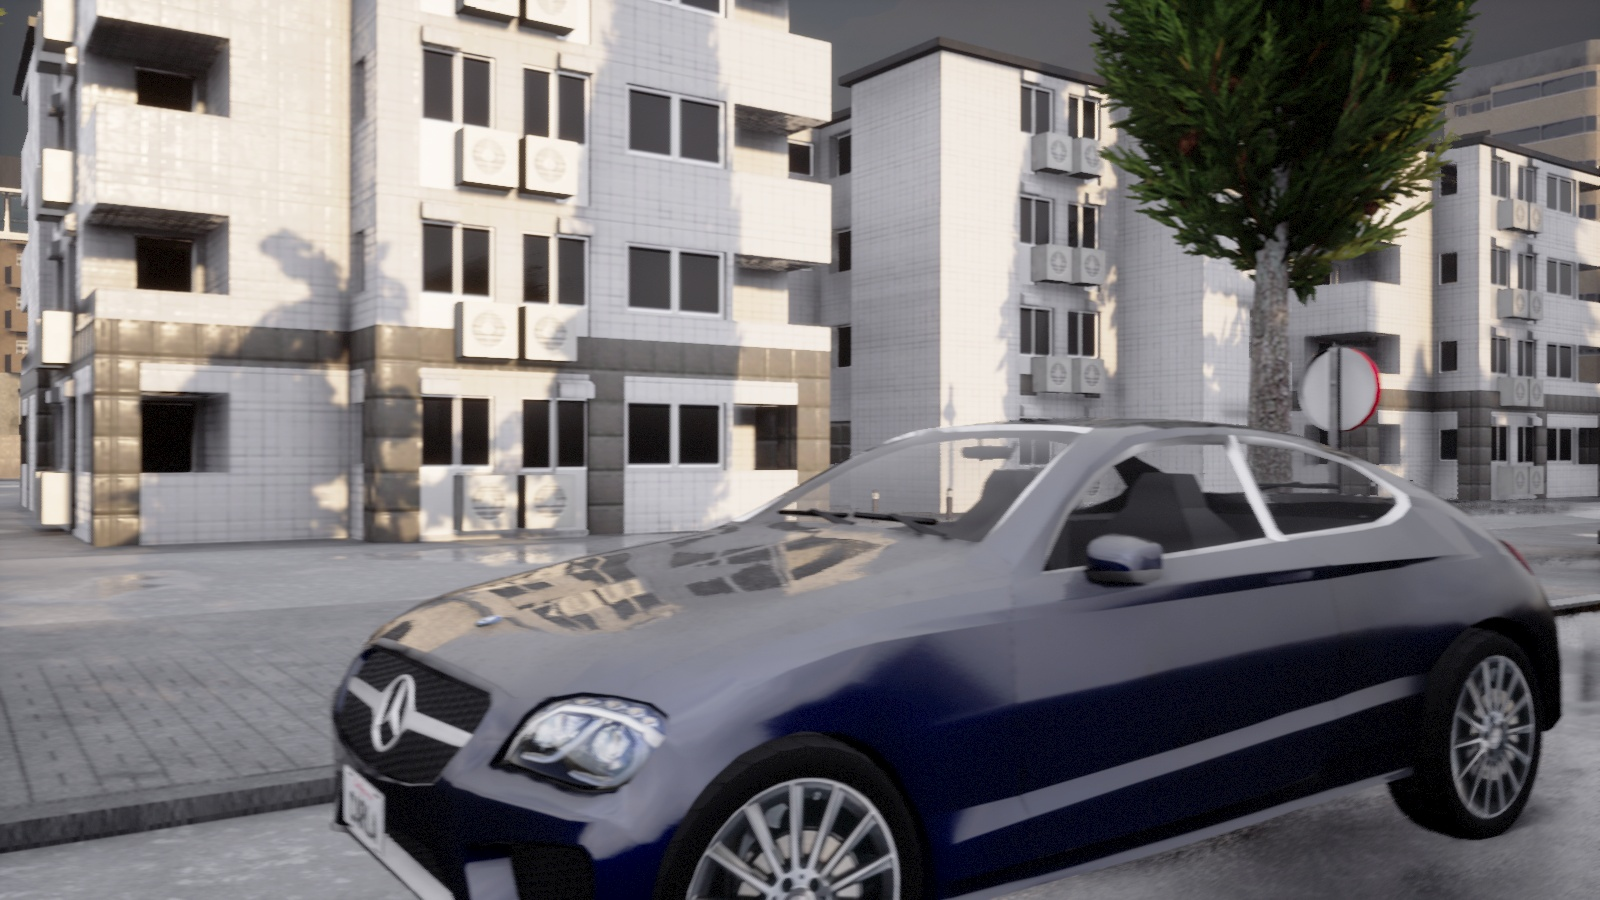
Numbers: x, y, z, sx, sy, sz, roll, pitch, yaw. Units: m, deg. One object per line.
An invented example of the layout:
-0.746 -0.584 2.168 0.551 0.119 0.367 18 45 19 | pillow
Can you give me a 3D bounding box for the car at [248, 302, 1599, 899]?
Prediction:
0.803 0.534 4.818 5.027 1.651 2.152 0 0 -35 | car
